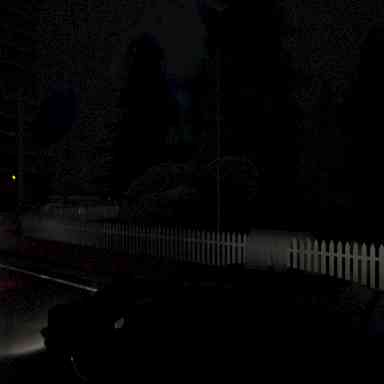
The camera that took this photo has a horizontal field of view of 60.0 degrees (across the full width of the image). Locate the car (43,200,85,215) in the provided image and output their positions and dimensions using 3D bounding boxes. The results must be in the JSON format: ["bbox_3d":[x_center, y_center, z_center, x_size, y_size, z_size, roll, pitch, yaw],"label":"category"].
[{"bbox_3d":[-12.616,1.470,32.965,1.812,1.442,4.674,0,0,20],"label":"car"}]

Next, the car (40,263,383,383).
[{"bbox_3d":[0.622,1.547,3.550,5.357,1.411,2.033,0,0,36],"label":"car"}]
